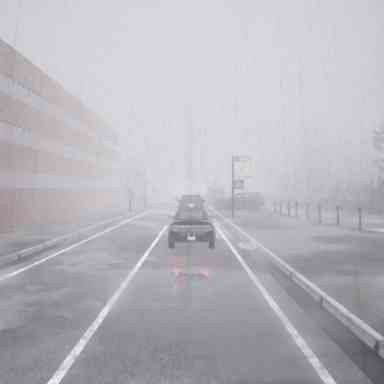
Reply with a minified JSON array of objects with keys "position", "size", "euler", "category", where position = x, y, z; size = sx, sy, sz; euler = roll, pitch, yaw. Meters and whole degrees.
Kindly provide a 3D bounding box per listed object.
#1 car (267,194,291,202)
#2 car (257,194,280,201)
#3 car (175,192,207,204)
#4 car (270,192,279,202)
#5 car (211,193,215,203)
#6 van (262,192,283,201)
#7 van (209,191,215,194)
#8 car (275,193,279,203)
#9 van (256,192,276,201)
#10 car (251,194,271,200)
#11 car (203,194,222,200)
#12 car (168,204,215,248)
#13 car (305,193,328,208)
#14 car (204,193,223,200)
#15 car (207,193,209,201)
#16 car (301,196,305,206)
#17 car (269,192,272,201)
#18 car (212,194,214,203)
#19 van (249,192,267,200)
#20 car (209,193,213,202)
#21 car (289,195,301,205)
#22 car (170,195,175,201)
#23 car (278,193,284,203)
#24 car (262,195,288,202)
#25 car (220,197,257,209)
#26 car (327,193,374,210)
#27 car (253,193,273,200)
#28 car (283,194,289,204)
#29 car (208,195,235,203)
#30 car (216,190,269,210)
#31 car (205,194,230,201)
[{"position":[18.211,1.210,69.804],"size":[4.553,1.767,2.185],"euler":[0,0,-1],"category":"car"},{"position":[18.029,1.321,78.149],"size":[4.892,1.521,2.231],"euler":[0,0,-1],"category":"car"},{"position":[-0.093,1.250,29.690],"size":[2.150,2.045,5.566],"euler":[0,0,0],"category":"car"},{"position":[18.292,1.346,64.158],"size":[5.008,1.535,2.097],"euler":[0,0,-1],"category":"car"},{"position":[5.890,1.404,55.246],"size":[4.674,1.452,2.002],"euler":[0,0,-1],"category":"car"},{"position":[18.191,1.099,75.325],"size":[4.442,1.987,1.878],"euler":[0,0,-1],"category":"van"},{"position":[5.896,1.128,60.898],"size":[4.442,1.987,1.878],"euler":[0,0,-1],"category":"van"},{"position":[18.373,1.381,61.211],"size":[4.792,1.488,2.163],"euler":[0,0,-1],"category":"car"},{"position":[18.087,1.088,80.974],"size":[4.442,1.987,1.878],"euler":[0,0,-1],"category":"van"},{"position":[17.896,1.333,86.617],"size":[4.792,1.488,2.163],"euler":[0,0,-1],"category":"car"},{"position":[5.290,1.305,86.323],"size":[5.008,1.535,2.097],"euler":[0,0,-1],"category":"car"},{"position":[-0.023,1.490,14.656],"size":[2.128,1.511,4.902],"euler":[0,0,0],"category":"car"},{"position":[18.640,1.127,44.394],"size":[5.566,2.045,2.435],"euler":[0,0,-1],"category":"car"},{"position":[5.381,1.185,83.498],"size":[4.553,1.767,2.185],"euler":[0,0,-1],"category":"car"},{"position":[5.723,1.388,63.722],"size":[4.674,1.452,2.002],"euler":[0,0,-1],"category":"car"},{"position":[18.623,1.377,47.095],"size":[4.892,1.521,2.231],"euler":[0,0,-1],"category":"car"},{"position":[18.229,1.341,66.981],"size":[5.008,1.535,2.097],"euler":[0,0,-1],"category":"car"},{"position":[5.938,1.409,52.421],"size":[4.674,1.452,2.002],"euler":[0,0,-1],"category":"car"},{"position":[17.692,1.072,89.440],"size":[4.442,1.987,1.878],"euler":[0,0,-1],"category":"van"},{"position":[5.804,1.388,58.071],"size":[4.792,1.488,2.163],"euler":[0,0,-1],"category":"car"},{"position":[18.501,1.369,52.740],"size":[4.892,1.521,2.231],"euler":[0,0,-1],"category":"car"},{"position":[-3.852,1.372,75.948],"size":[1.994,1.385,4.181],"euler":[0,0,-1],"category":"car"},{"position":[18.393,1.357,58.387],"size":[5.008,1.535,2.097],"euler":[0,0,-1],"category":"car"},{"position":[18.132,1.330,72.627],"size":[5.008,1.535,2.097],"euler":[0,0,-1],"category":"car"},{"position":[6.099,1.420,43.944],"size":[4.674,1.452,2.002],"euler":[0,0,-1],"category":"car"},{"position":[18.716,1.248,38.615],"size":[4.553,1.767,2.185],"euler":[0,1,-1],"category":"car"},{"position":[17.883,1.183,83.918],"size":[4.553,1.767,2.185],"euler":[0,0,-1],"category":"car"},{"position":[18.446,1.363,55.564],"size":[5.008,1.535,2.097],"euler":[0,0,-1],"category":"car"},{"position":[5.857,1.339,66.550],"size":[5.366,1.575,1.946],"euler":[0,0,-1],"category":"car"},{"position":[6.127,1.130,41.119],"size":[5.566,2.045,2.435],"euler":[0,0,-1],"category":"car"},{"position":[5.696,1.323,75.026],"size":[5.366,1.575,1.946],"euler":[0,0,-1],"category":"car"}]
